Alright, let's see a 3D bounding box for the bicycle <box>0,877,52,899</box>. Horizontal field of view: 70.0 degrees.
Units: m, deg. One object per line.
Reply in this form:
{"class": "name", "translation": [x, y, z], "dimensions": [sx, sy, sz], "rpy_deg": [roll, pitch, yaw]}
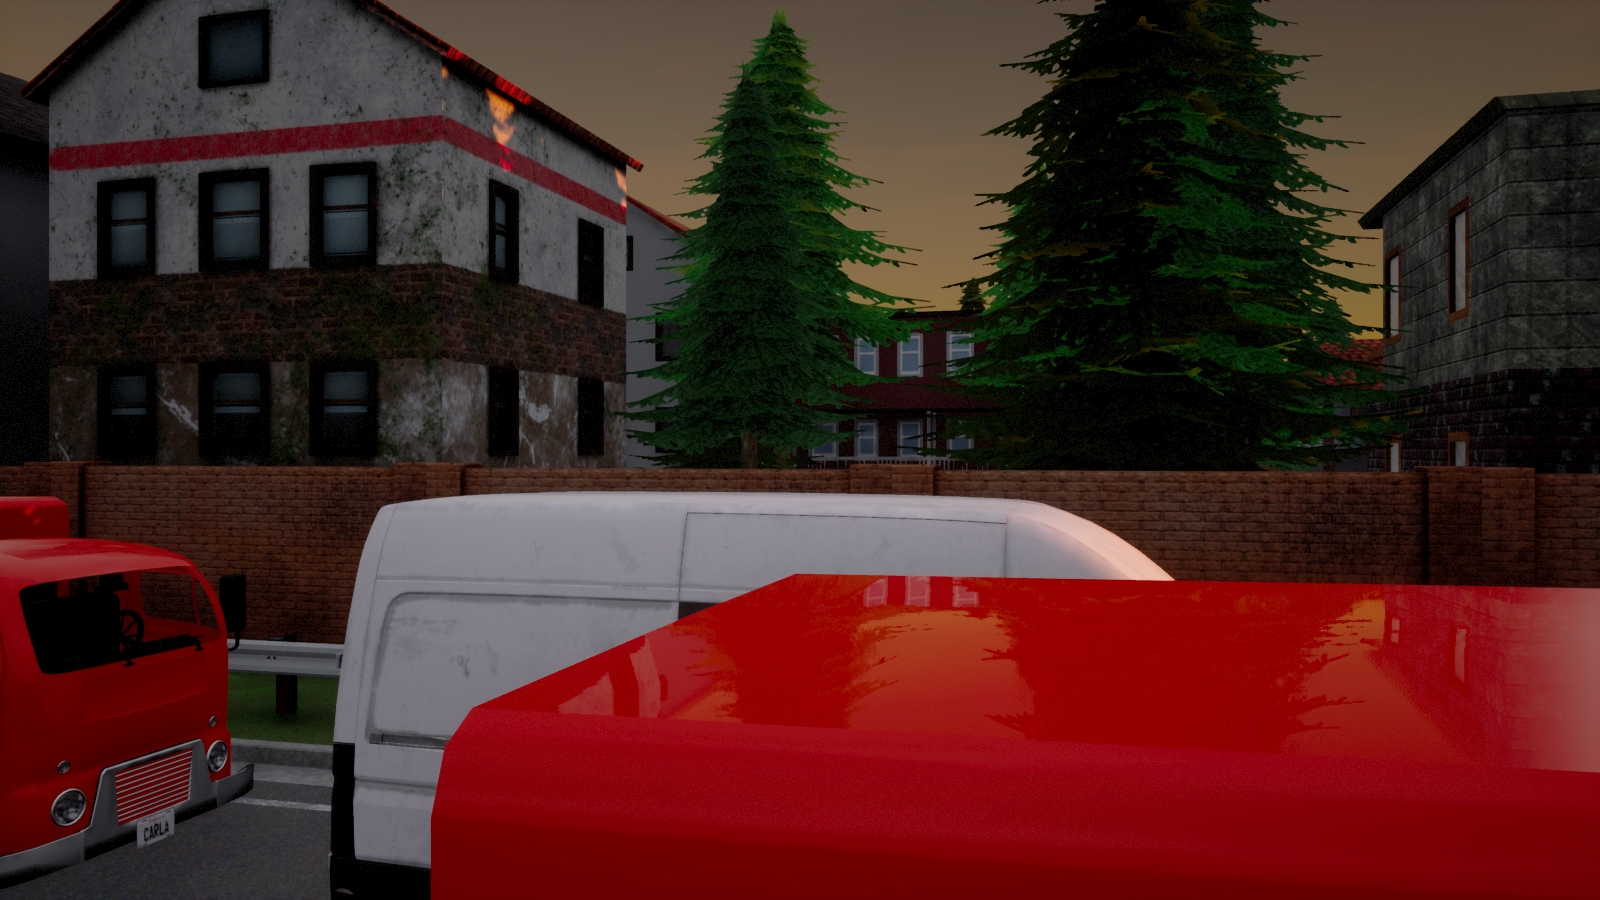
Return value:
{"class": "bicycle", "translation": [-3.101, 2.056, 3.494], "dimensions": [1.643, 1.496, 0.373], "rpy_deg": [0, 0, 16]}

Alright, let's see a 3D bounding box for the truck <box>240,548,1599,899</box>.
{"class": "truck", "translation": [2.192, 1.568, 1.959], "dimensions": [5.204, 2.467, 2.627], "rpy_deg": [0, 0, 15]}

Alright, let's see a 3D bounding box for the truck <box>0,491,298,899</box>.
{"class": "truck", "translation": [-6.587, 1.568, 7.895], "dimensions": [5.204, 2.467, 2.627], "rpy_deg": [0, 0, 15]}

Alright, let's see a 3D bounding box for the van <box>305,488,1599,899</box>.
{"class": "van", "translation": [0.608, 1.535, 6.000], "dimensions": [5.915, 2.561, 1.988], "rpy_deg": [0, 0, 15]}
